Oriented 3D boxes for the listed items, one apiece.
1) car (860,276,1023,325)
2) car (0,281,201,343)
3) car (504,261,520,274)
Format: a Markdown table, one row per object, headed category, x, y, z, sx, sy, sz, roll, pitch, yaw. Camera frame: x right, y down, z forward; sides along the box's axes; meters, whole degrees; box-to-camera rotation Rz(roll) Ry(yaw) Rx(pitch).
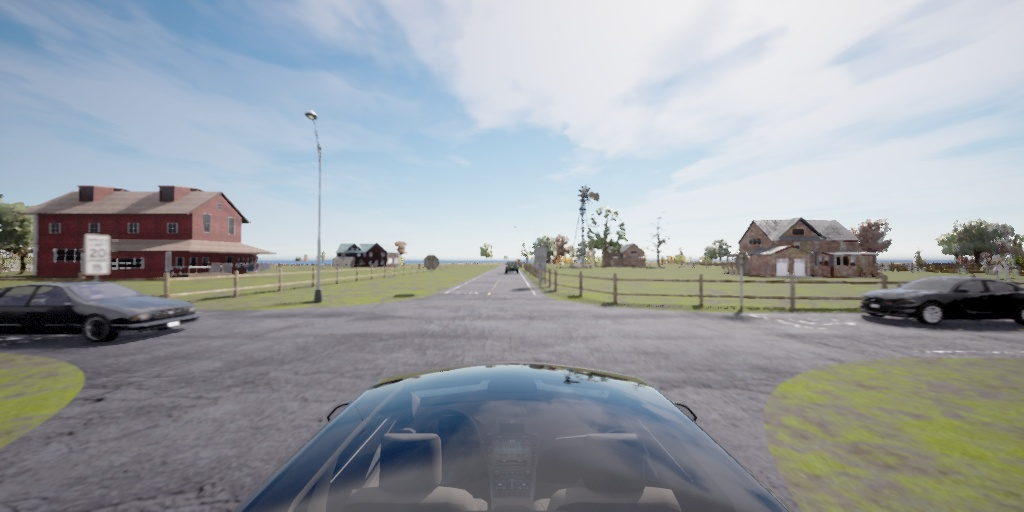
| category | x | y | z | sx | sy | sz | roll | pitch | yaw |
| --- | --- | --- | --- | --- | --- | --- | --- | --- | --- |
| car | 14.815 | 1.430 | 12.158 | 5.008 | 1.535 | 1.882 | 0 | -1 | 0 |
| car | -11.491 | 1.379 | 9.407 | 5.357 | 1.411 | 2.033 | 0 | -1 | 0 |
| car | -0.005 | 1.753 | 56.363 | 2.150 | 2.045 | 5.566 | 0 | -1 | 0 |
